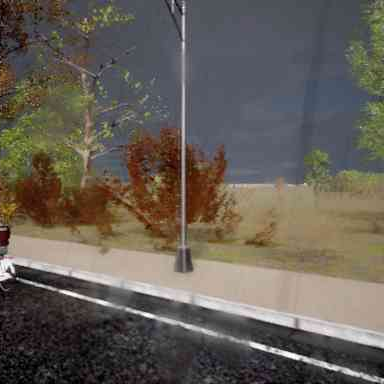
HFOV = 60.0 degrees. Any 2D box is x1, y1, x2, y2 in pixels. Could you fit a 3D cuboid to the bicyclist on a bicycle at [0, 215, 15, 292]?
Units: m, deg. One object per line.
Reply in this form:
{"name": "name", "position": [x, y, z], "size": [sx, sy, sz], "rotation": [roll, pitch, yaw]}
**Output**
{"name": "bicyclist on a bicycle", "position": [-4.718, 1.419, 7.939], "size": [1.843, 1.776, 0.659], "rotation": [0, 0, 35]}
